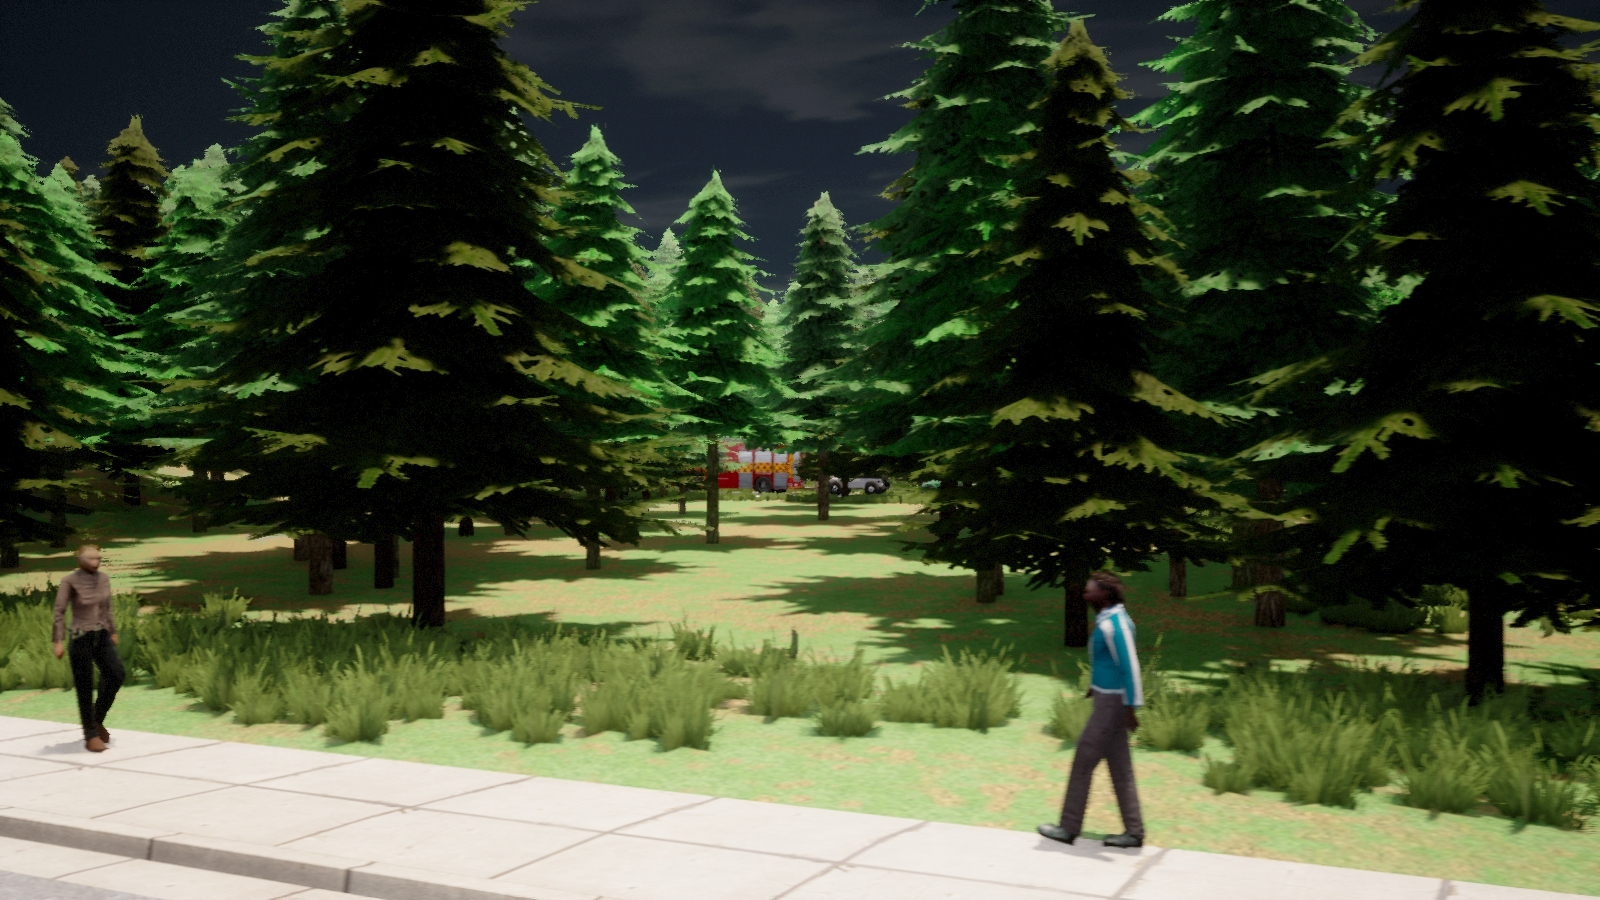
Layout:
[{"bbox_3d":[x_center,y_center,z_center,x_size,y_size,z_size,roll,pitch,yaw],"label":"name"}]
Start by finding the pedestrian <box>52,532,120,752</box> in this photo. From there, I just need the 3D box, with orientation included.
[{"bbox_3d":[-6.312,1.670,10.105,0.375,1.860,0.375,0,0,29],"label":"pedestrian"}]

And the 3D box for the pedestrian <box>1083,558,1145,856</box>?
[{"bbox_3d":[2.078,1.669,7.554,0.375,1.860,0.375,0,0,18],"label":"pedestrian"}]
